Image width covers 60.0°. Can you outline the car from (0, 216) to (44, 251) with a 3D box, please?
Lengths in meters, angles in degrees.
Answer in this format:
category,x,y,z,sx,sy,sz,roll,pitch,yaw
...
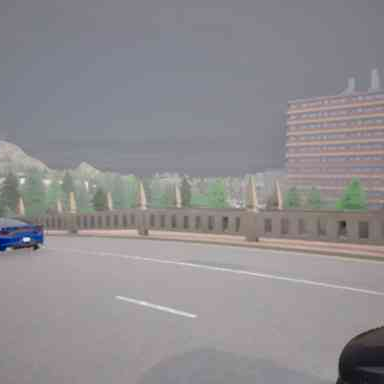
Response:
category,x,y,z,sx,sy,sz,roll,pitch,yaw
car,-8.397,1.811,14.279,5.008,1.535,1.882,-4,-2,35

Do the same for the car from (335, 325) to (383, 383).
category,x,y,z,sx,sy,sz,roll,pitch,yaw
car,3.373,1.511,1.587,5.008,1.535,1.882,1,1,35
